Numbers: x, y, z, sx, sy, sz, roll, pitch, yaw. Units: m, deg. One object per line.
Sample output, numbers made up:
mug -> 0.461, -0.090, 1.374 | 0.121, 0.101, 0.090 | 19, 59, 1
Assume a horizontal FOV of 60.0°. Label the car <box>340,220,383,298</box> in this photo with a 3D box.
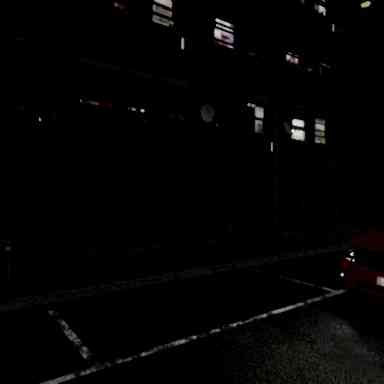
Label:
car -> 5.610, 1.214, 7.375 | 5.566, 2.045, 2.150 | 0, 0, -35
